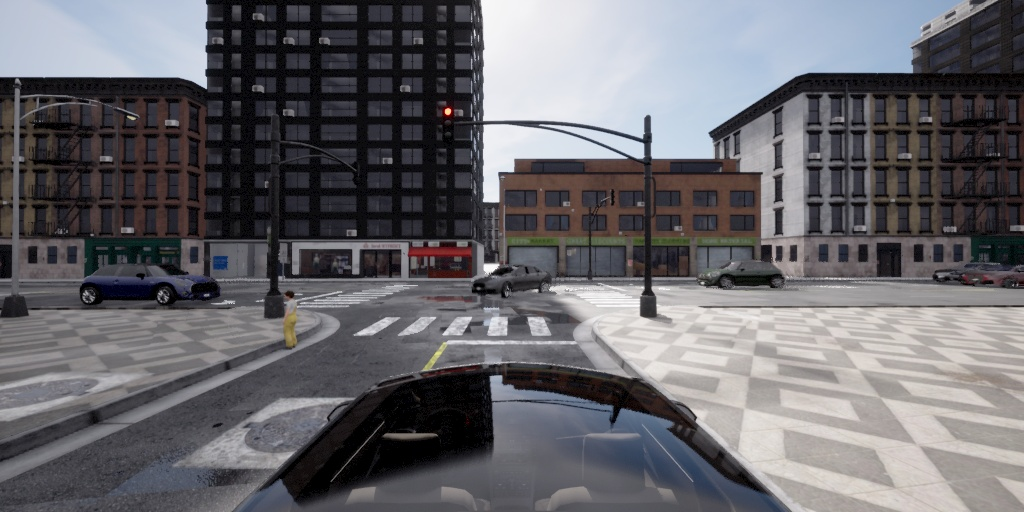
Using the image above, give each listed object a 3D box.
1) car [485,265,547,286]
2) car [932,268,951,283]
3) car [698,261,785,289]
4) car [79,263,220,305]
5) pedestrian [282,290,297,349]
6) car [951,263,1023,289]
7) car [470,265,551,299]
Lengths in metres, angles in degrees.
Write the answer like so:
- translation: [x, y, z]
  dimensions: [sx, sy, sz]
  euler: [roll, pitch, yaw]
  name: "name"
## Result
- translation: [0.243, 1.351, 25.289]
  dimensions: [4.181, 1.385, 1.994]
  euler: [0, 0, 0]
  name: "car"
- translation: [32.853, 1.213, 25.383]
  dimensions: [4.902, 1.511, 2.128]
  euler: [0, 0, 0]
  name: "car"
- translation: [13.992, 1.086, 22.084]
  dimensions: [4.553, 1.767, 2.097]
  euler: [0, 0, 0]
  name: "car"
- translation: [-15.217, 1.088, 15.270]
  dimensions: [4.553, 1.767, 2.097]
  euler: [0, 0, 1]
  name: "car"
- translation: [-4.806, 1.326, 7.748]
  dimensions: [0.375, 1.300, 0.375]
  euler: [0, 0, 0]
  name: "pedestrian"
- translation: [30.580, 1.264, 22.127]
  dimensions: [4.181, 1.385, 1.994]
  euler: [0, 0, 0]
  name: "car"
- translation: [0.060, 1.234, 18.127]
  dimensions: [1.837, 1.490, 4.892]
  euler: [-3, -2, 41]
  name: "car"
